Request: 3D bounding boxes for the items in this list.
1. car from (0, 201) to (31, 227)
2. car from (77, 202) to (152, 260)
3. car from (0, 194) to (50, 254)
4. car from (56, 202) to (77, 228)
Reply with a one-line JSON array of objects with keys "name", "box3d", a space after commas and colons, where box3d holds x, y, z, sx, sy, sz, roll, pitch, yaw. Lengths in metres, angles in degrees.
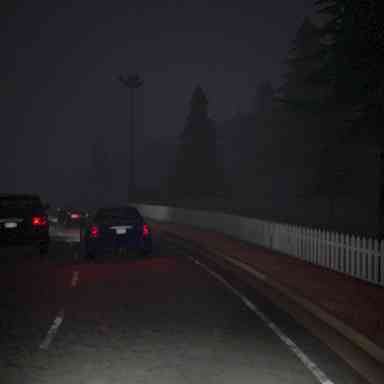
[{"name": "car", "box3d": [-11.806, 1.333, 21.710, 1.994, 1.385, 4.181, 0, 1, -30]}, {"name": "car", "box3d": [-2.977, 1.229, 12.351, 2.097, 1.767, 4.553, 0, 1, -21]}, {"name": "car", "box3d": [-6.631, 1.086, 12.536, 2.150, 2.045, 5.566, 0, 0, -25]}, {"name": "car", "box3d": [-7.117, 1.336, 20.640, 2.033, 1.411, 5.357, 0, 1, -30]}]
